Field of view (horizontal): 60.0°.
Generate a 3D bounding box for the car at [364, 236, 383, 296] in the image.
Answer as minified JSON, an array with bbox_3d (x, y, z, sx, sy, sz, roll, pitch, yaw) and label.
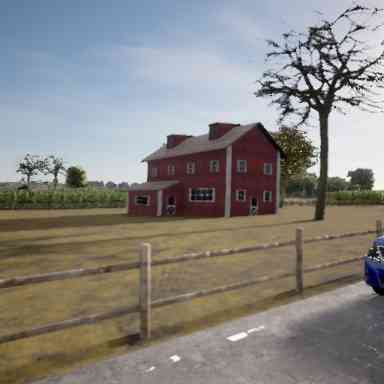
[{"bbox_3d":[6.151,1.205,7.435,5.566,2.045,2.150,0,0,-35],"label":"car"}]
